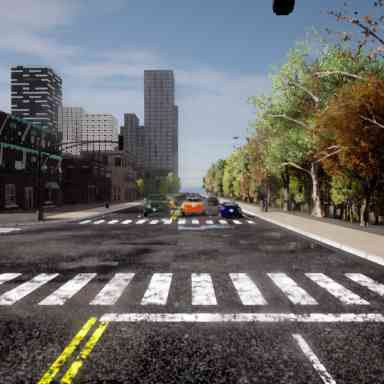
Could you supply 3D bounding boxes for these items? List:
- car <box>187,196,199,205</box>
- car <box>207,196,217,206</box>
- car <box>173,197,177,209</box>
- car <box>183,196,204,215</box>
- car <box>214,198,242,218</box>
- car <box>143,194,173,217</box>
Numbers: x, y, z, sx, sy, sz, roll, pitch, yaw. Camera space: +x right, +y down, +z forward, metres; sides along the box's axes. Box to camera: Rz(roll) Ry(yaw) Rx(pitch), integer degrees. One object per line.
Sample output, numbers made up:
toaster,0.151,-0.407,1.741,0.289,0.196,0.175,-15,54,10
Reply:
car,0.184,1.456,57.467,1.882,1.535,5.008,0,0,0
car,3.430,1.484,55.328,1.837,1.490,4.892,0,0,0
car,-3.276,1.463,42.541,1.882,1.535,5.008,0,0,0
car,0.149,1.341,33.803,2.097,1.767,4.553,0,0,0
car,3.394,1.554,30.562,1.994,1.385,4.181,0,0,0
car,-3.296,1.211,32.094,2.150,2.045,5.566,0,0,0
